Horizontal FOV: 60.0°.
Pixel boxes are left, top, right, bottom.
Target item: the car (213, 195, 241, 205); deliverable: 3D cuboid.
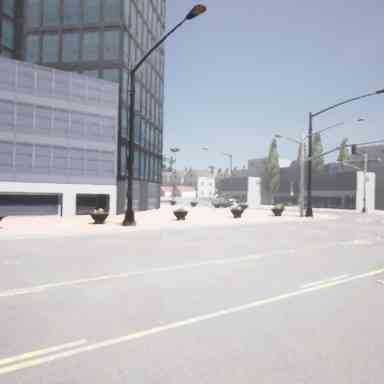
[{"bbox_3d":[5.689,1.509,54.585,2.150,2.045,5.566,2,-1,-35],"label":"car"}]
